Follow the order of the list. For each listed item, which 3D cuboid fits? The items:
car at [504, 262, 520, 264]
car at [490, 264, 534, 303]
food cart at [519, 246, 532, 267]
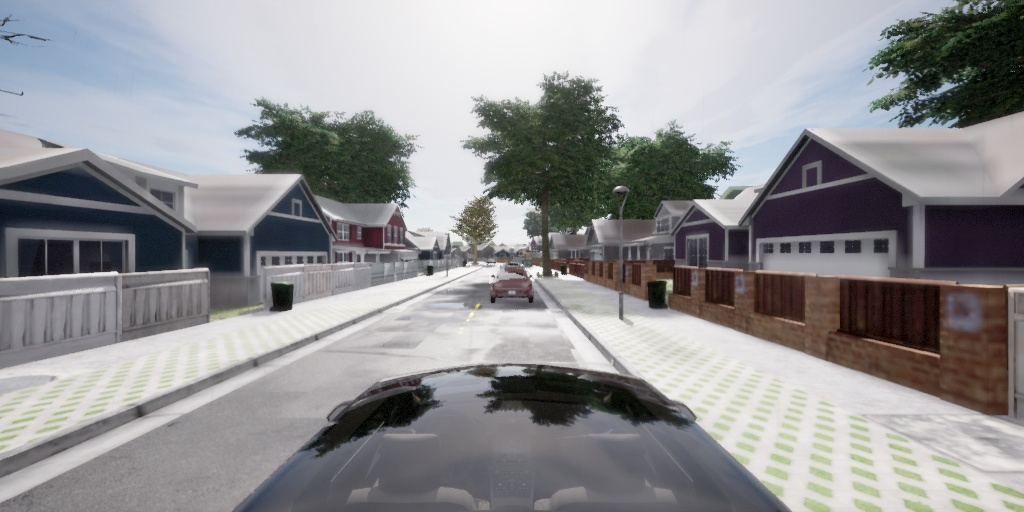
[{"bbox_3d":[0.000,1.259,31.501,1.837,1.490,4.892,0,0,0],"label":"car"},{"bbox_3d":[0.000,1.281,16.501,1.812,1.442,4.674,0,0,0],"label":"car"},{"bbox_3d":[2.659,0.192,61.785,2.280,3.560,4.660,0,0,-3],"label":"food cart"}]
